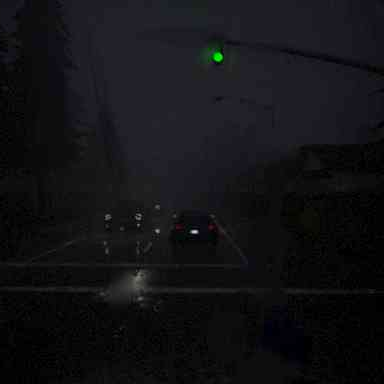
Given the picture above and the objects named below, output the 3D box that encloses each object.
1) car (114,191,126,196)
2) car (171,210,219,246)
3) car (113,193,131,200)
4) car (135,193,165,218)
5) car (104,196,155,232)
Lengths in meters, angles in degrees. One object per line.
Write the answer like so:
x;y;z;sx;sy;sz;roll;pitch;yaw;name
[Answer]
-16.769;0.801;73.810;3.866;1.878;1.905;0;0;-1;car
0.101;1.512;14.931;1.994;1.385;4.181;0;0;0;car
-16.177;1.071;77.139;3.806;1.475;1.970;0;0;-1;car
-3.581;1.245;29.193;2.097;1.767;4.553;0;0;0;car
-3.588;1.285;19.273;2.097;1.767;4.553;0;0;0;car
